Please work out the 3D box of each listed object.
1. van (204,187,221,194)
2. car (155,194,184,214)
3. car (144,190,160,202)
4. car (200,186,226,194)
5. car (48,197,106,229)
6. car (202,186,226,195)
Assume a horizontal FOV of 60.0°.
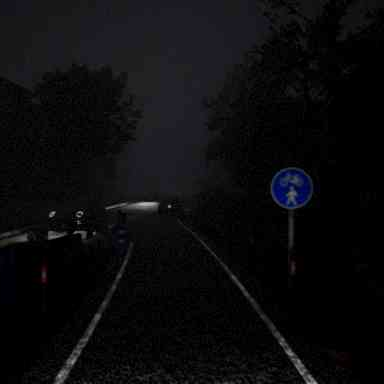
[{"bbox_3d":[5.787,-0.362,93.841,4.442,1.987,1.878,1,0,-19],"label":"van"},{"bbox_3d":[-1.804,1.110,29.244,1.994,1.385,4.181,0,2,1],"label":"car"},{"bbox_3d":[-5.522,0.547,46.866,2.128,1.511,4.902,0,1,3],"label":"car"},{"bbox_3d":[5.541,-0.356,81.975,5.566,2.045,2.435,1,0,-19],"label":"car"},{"bbox_3d":[-6.848,1.171,20.231,2.097,1.767,4.553,0,2,4],"label":"car"},{"bbox_3d":[5.534,-0.364,84.903,5.566,2.045,2.435,1,0,-19],"label":"car"}]
